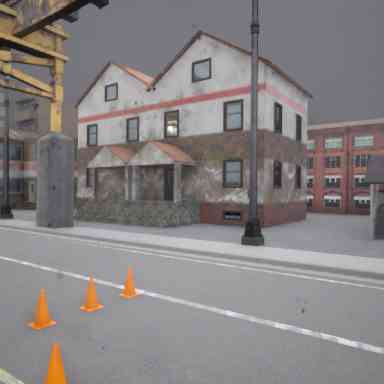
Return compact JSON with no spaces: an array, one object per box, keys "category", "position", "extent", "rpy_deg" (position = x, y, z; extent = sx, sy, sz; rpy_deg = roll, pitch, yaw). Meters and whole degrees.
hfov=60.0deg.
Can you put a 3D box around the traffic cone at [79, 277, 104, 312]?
[{"category":"traffic cone","position":[-1.943,1.949,6.428],"extent":[0.340,0.580,0.340],"rpy_deg":[0,0,36]}]

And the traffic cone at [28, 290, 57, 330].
[{"category":"traffic cone","position":[-2.528,1.949,5.617],"extent":[0.340,0.580,0.340],"rpy_deg":[0,0,36]}]

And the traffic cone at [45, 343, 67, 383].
[{"category":"traffic cone","position":[-1.492,1.952,3.636],"extent":[0.340,0.580,0.340],"rpy_deg":[0,0,36]}]

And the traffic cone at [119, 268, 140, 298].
[{"category":"traffic cone","position":[-1.358,1.949,7.239],"extent":[0.340,0.580,0.340],"rpy_deg":[0,0,36]}]
